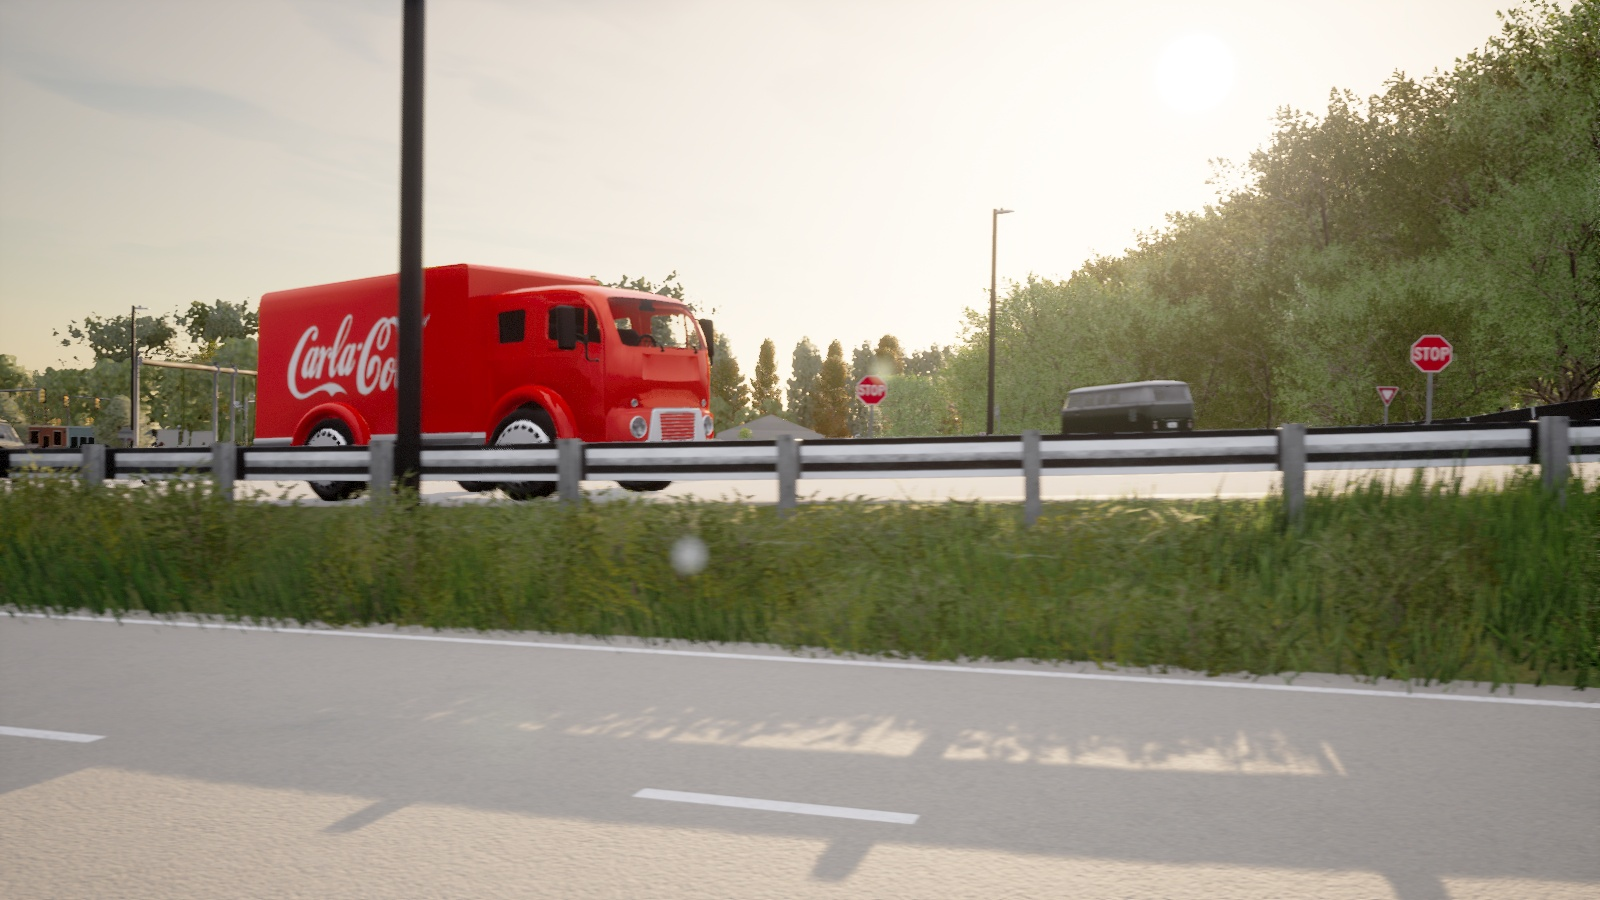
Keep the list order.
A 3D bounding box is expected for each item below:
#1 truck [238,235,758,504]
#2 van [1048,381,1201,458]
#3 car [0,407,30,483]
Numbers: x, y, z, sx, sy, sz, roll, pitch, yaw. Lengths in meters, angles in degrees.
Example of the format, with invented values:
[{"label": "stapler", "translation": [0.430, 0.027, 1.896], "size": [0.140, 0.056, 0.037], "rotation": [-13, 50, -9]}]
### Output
[{"label": "truck", "translation": [-3.402, -0.740, 13.982], "size": [5.204, 2.467, 2.627], "rotation": [-1, 1, 31]}, {"label": "van", "translation": [9.200, -0.827, 36.001], "size": [1.775, 1.987, 4.442], "rotation": [-2, 0, -25]}, {"label": "car", "translation": [-20.868, -0.119, 31.397], "size": [1.932, 1.855, 4.605], "rotation": [1, -1, -21]}]
